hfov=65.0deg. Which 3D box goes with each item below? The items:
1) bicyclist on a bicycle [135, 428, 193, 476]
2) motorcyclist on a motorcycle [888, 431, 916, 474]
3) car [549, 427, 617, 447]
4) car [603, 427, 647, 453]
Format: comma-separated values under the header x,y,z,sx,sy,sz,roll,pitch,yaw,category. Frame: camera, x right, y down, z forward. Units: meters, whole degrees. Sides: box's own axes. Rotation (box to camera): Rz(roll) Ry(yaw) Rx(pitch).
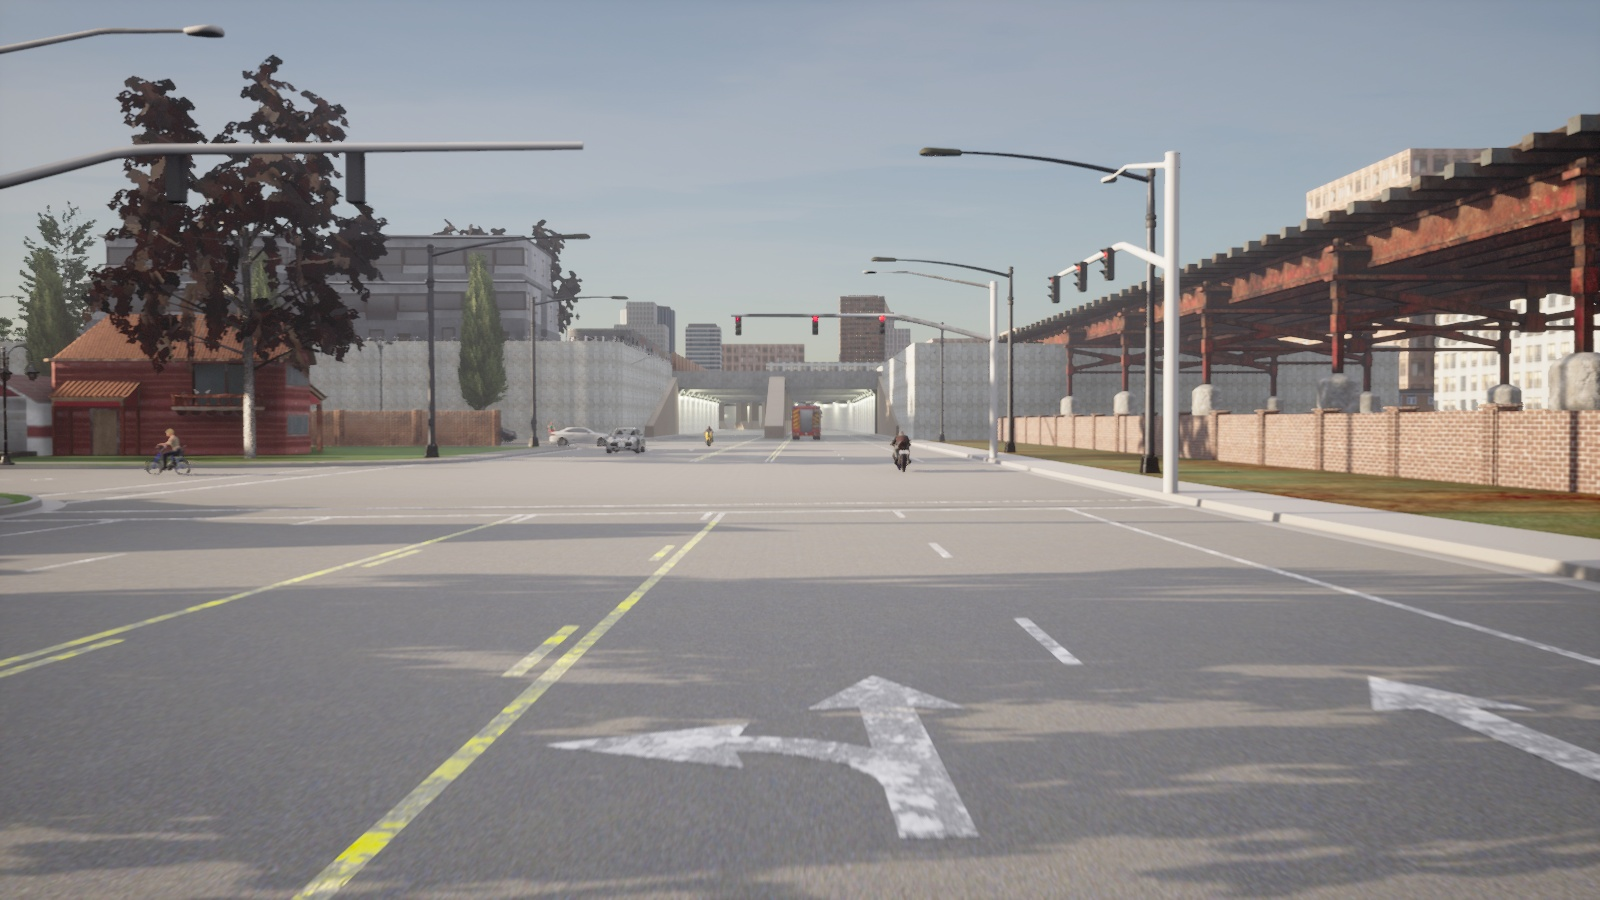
x,y,z,sx,sy,sz,roll,pitch,yaw,category
-21.750,0.054,42.981,1.509,1.612,0.866,0,1,-1,bicyclist on a bicycle
3.753,0.082,46.367,0.866,1.530,2.191,0,1,0,motorcyclist on a motorcycle
-15.859,-0.979,91.955,4.674,1.442,1.812,0,1,0,car
-10.114,-0.598,72.738,1.970,1.475,3.806,0,1,0,car
